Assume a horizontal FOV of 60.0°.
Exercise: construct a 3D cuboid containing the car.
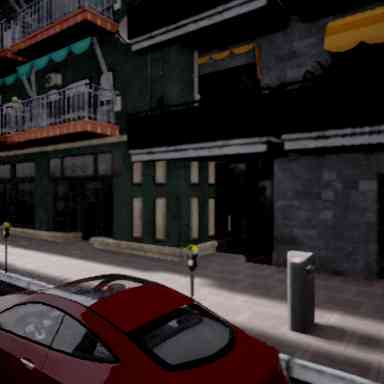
[{"bbox_3d":[-1.091,1.561,3.506,4.206,1.307,1.802,0,0,36],"label":"car"}]
